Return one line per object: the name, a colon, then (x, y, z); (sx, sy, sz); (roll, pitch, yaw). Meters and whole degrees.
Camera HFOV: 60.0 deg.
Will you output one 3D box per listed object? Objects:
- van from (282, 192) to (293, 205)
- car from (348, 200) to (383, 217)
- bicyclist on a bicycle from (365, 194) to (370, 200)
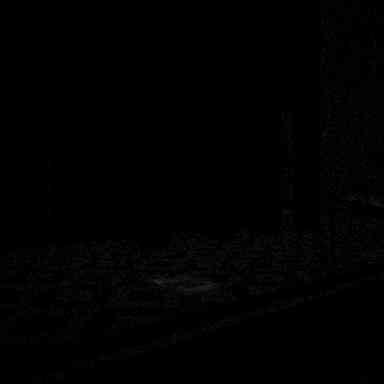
van: (12.254, 0.931, 46.565); (1.690, 1.788, 3.998); (1, 0, -35)
car: (14.816, 1.367, 28.290); (2.008, 1.369, 4.403); (1, 0, -35)
bicyclist on a bicycle: (20.841, 1.030, 39.619); (1.656, 1.620, 0.582); (0, 1, -36)
